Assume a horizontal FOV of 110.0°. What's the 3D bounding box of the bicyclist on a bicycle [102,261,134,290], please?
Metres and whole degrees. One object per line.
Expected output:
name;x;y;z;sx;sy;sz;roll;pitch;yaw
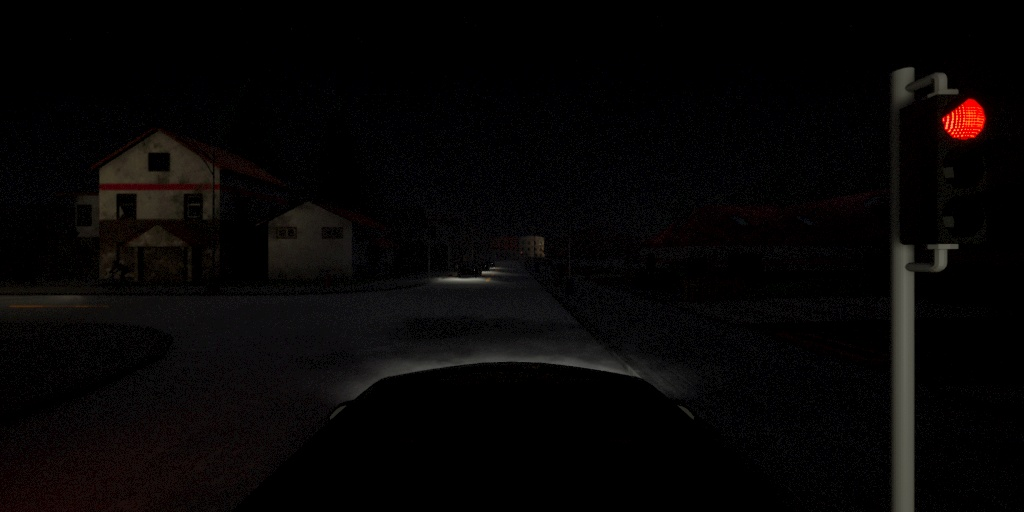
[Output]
bicyclist on a bicycle;-22.540;1.090;20.530;0.582;1.620;1.656;0;0;0

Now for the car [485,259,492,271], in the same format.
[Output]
car;-4.091;1.206;47.963;1.882;1.535;5.008;0;0;0

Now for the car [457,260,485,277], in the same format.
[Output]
car;-4.115;1.212;35.314;1.882;1.535;5.008;0;0;2

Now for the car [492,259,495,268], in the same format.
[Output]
car;-4.024;1.199;62.412;1.882;1.535;5.008;0;0;0
